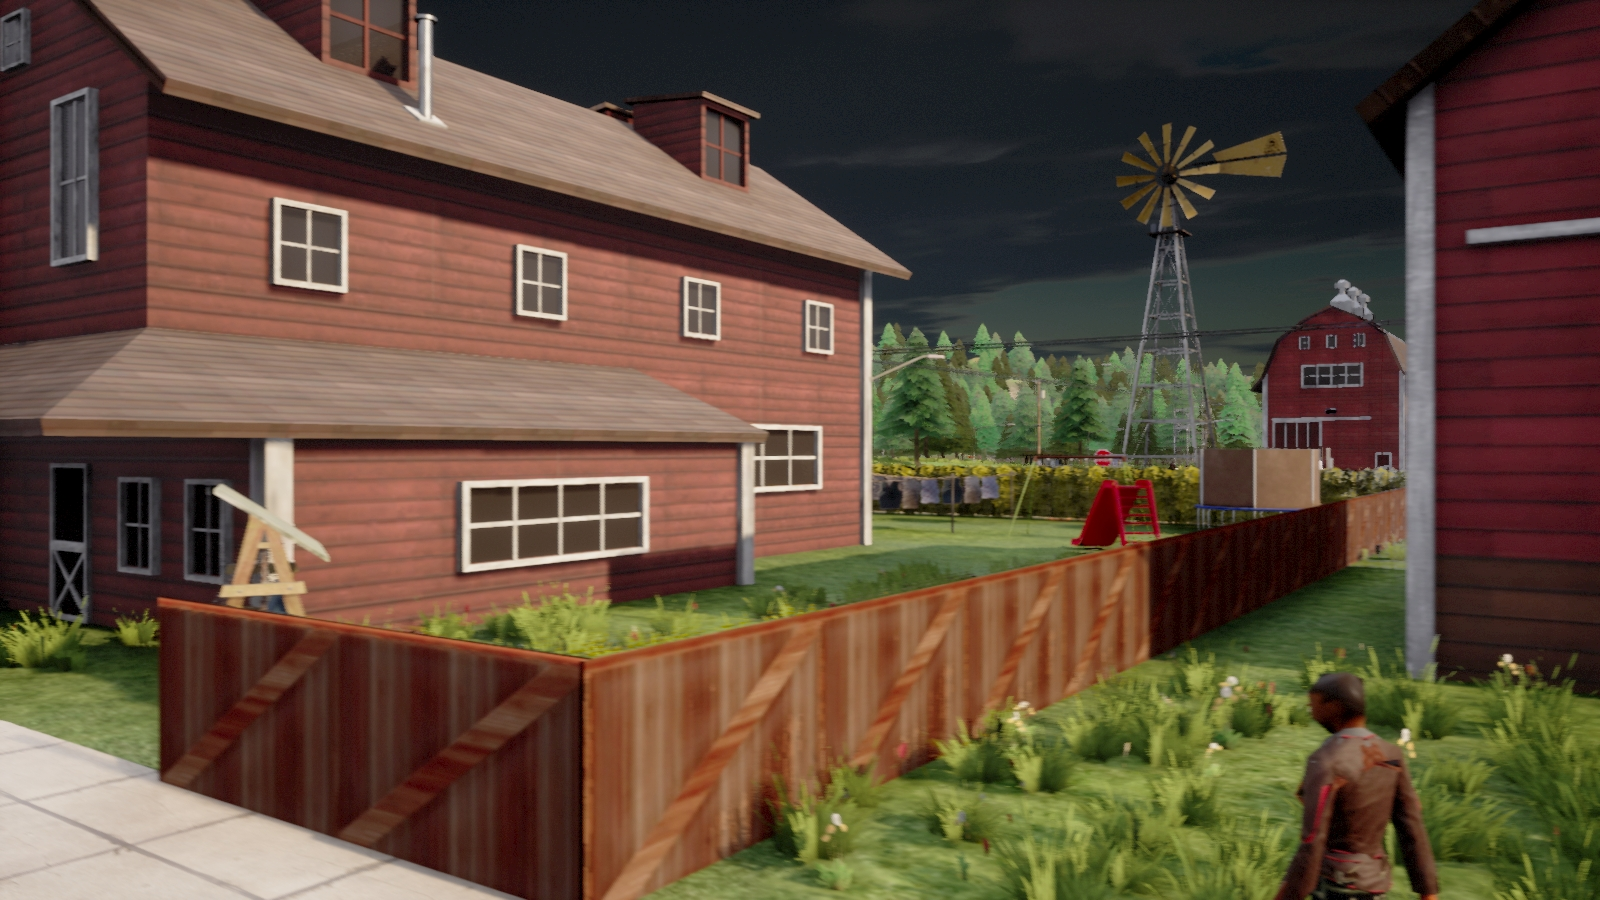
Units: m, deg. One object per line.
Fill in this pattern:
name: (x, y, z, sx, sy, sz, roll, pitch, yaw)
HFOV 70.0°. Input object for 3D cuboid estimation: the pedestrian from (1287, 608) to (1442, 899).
pedestrian: (2.106, 1.555, 4.273, 0.375, 1.860, 0.375, 0, 0, -30)
